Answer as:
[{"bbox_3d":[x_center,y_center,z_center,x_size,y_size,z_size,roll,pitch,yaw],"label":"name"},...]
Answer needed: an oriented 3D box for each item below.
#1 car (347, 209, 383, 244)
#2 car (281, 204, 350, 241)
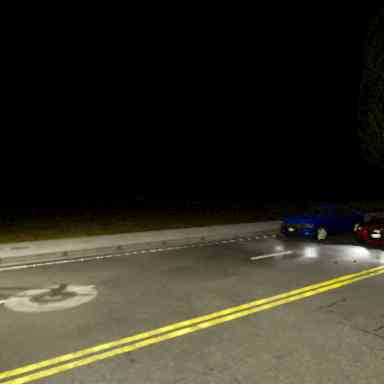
[{"bbox_3d":[8.624,1.468,13.824,4.181,1.385,1.994,0,0,-35],"label":"car"},{"bbox_3d":[6.446,1.384,16.262,5.008,1.535,1.882,0,0,-35],"label":"car"}]
